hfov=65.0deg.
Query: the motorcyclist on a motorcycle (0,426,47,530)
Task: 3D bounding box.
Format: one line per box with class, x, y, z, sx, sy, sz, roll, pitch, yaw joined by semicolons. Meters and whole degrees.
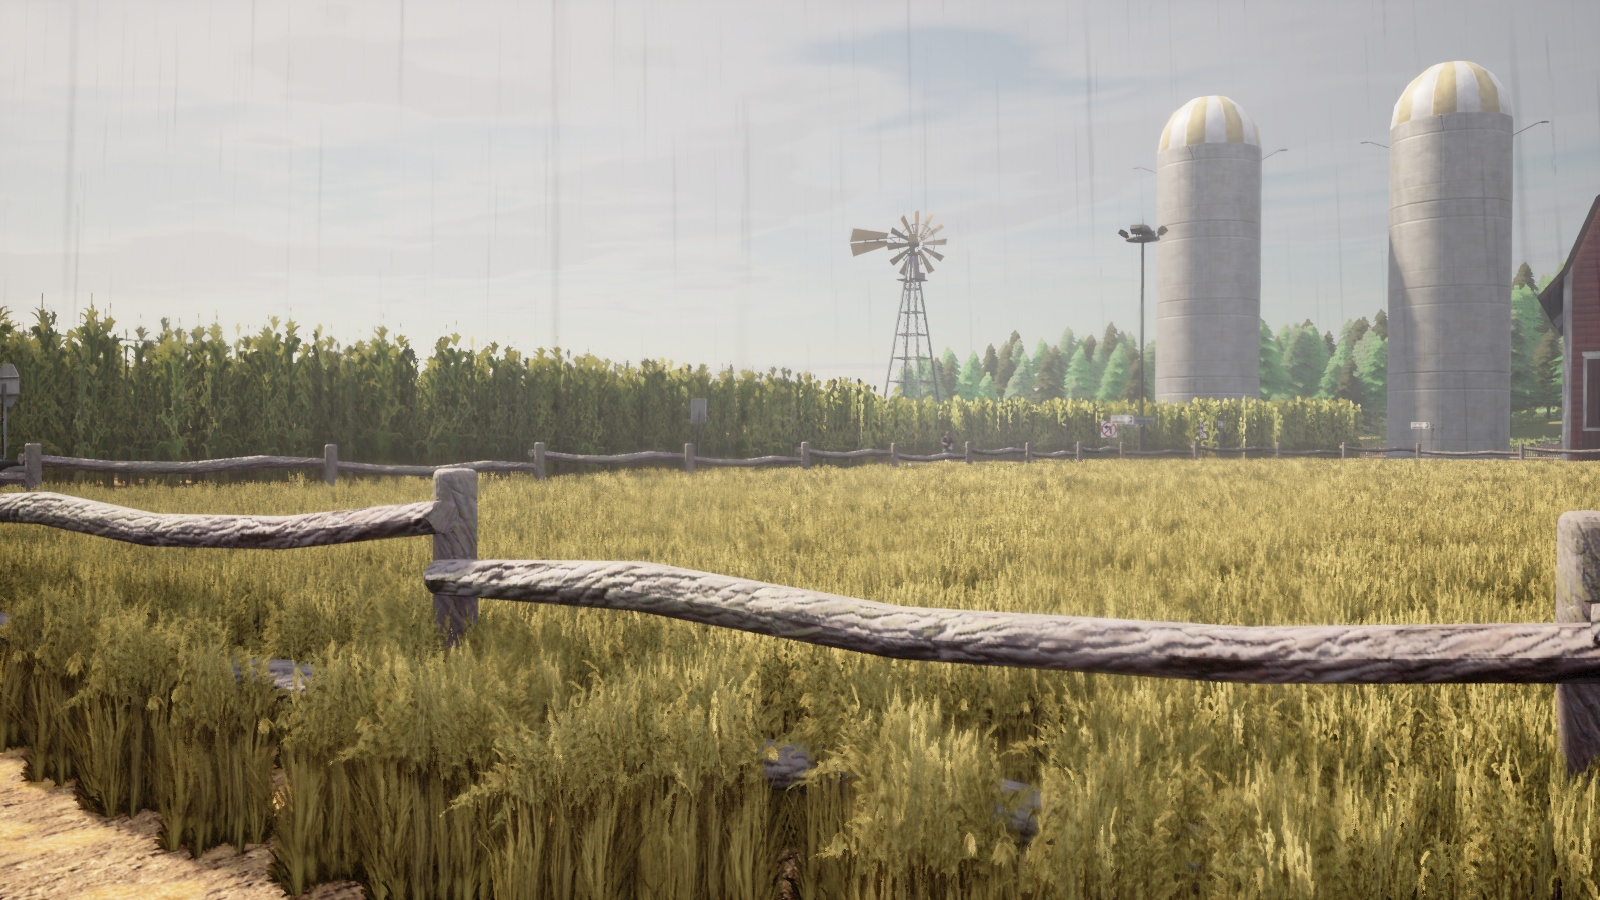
motorcyclist on a motorcycle;-13.214;0.447;19.629;0.766;1.649;2.350;0;0;34
